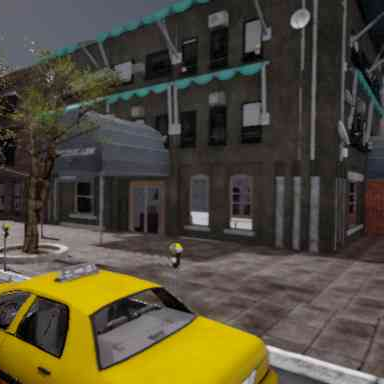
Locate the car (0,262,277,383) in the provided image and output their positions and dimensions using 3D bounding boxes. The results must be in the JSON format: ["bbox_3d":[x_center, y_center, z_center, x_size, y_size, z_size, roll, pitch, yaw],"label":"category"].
[{"bbox_3d":[-1.505,1.518,3.918,4.829,1.417,1.752,0,1,36],"label":"car"}]
